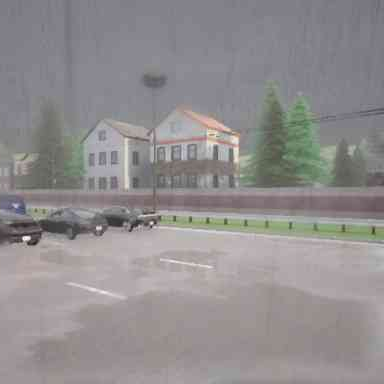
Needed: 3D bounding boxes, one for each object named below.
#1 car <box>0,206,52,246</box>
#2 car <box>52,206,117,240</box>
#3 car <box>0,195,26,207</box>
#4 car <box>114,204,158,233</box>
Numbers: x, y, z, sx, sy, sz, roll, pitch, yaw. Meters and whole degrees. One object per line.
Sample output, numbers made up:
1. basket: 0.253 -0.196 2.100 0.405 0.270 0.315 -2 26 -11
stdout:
1. car: -8.269 1.516 14.066 4.892 1.490 1.837 0 0 36
2. car: -6.236 1.532 16.916 4.674 1.442 1.812 0 0 36
3. car: -16.440 1.257 28.493 5.566 2.045 2.150 0 0 36
4. car: -4.204 1.495 19.765 4.902 1.511 2.128 0 0 36
